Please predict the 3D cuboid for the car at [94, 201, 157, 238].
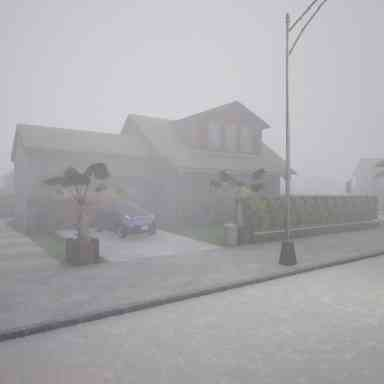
[{"bbox_3d":[-3.079,1.174,15.254,1.845,1.501,3.633,0,0,-38],"label":"car"}]
